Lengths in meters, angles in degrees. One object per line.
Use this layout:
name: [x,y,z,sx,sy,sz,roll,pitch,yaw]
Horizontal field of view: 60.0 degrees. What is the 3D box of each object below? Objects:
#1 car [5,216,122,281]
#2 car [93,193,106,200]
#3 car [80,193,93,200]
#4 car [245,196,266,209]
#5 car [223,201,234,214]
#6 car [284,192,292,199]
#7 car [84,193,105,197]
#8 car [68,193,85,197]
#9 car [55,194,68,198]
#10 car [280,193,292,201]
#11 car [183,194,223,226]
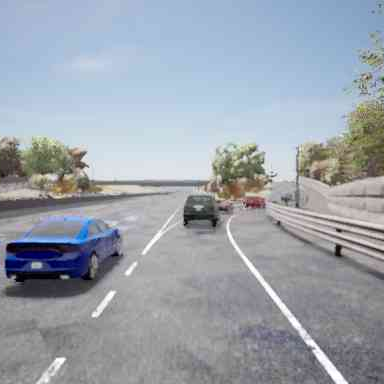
car: [-3.397,1.443,9.751,1.882,1.535,5.008,0,0,0]
car: [-24.497,1.079,88.219,2.097,1.767,4.553,0,0,0]
car: [-27.997,1.079,88.219,2.097,1.767,4.553,0,0,0]
car: [10.247,1.641,53.333,2.150,2.045,5.566,0,-1,26]
car: [3.323,1.620,35.813,1.895,1.301,4.718,1,-2,16]
car: [26.325,0.957,91.269,1.994,1.385,4.181,0,4,19]
car: [-20.997,1.242,71.939,1.882,1.535,5.008,0,0,0]
car: [-24.497,1.317,71.939,1.994,1.385,4.181,0,0,0]
car: [-27.997,1.242,71.939,1.882,1.535,5.008,0,0,0]
car: [22.804,1.393,81.727,2.097,1.767,4.553,0,3,20]
car: [0.758,1.144,23.087,2.150,2.045,5.566,0,0,8]
